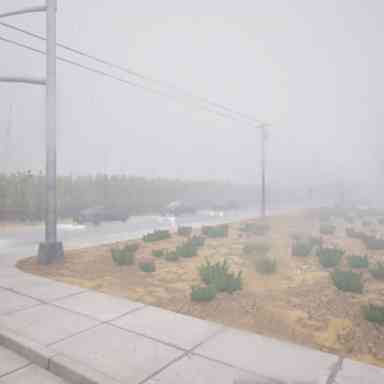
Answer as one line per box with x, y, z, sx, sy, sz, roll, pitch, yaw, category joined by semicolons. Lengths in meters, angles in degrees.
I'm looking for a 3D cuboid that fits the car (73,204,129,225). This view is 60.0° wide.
-6.601;1.597;24.485;1.994;1.385;4.181;0;0;33;car

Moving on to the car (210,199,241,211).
4.332;1.580;41.626;2.033;1.411;5.357;0;0;33;car

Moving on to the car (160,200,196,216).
-1.268;1.558;32.827;1.812;1.442;4.674;0;0;32;car
